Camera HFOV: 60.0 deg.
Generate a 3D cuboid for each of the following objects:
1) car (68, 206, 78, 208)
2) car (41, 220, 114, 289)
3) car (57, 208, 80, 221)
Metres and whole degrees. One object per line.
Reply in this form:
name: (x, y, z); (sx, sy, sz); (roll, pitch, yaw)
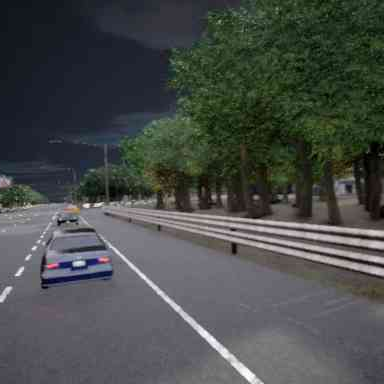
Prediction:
car: (-20.307, 3.117, 56.735); (1.882, 1.535, 5.008); (-3, -1, -13)
car: (-3.618, 1.840, 10.347); (2.033, 1.411, 5.357); (-3, -1, -21)
car: (-12.496, 2.586, 33.432); (1.895, 1.301, 4.718); (-3, -1, -21)
